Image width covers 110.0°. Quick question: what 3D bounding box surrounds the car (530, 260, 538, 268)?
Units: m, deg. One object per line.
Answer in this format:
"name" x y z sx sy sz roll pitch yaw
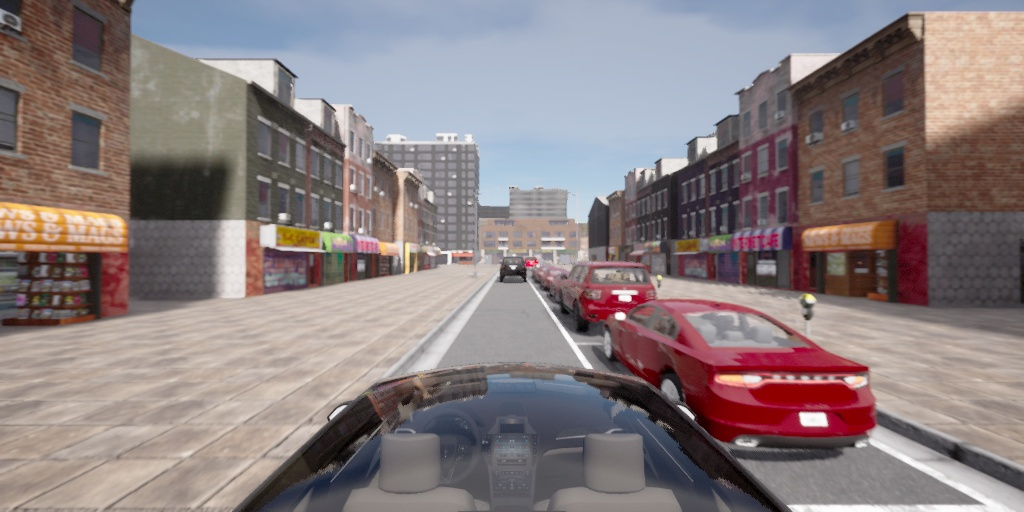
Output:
"car" 2.631 1.340 32.560 2.007 1.370 4.403 0 0 0

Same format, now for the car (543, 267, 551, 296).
"car" 2.635 1.345 16.248 1.802 1.307 4.207 0 0 0

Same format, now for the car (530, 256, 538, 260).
"car" 2.739 1.063 52.905 2.150 2.045 5.566 0 0 0

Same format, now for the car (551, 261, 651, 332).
"car" 2.637 1.071 10.810 2.192 1.841 5.009 0 0 0

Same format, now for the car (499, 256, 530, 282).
"car" 0.094 1.008 29.861 2.150 2.045 5.566 0 0 0

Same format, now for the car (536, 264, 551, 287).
"car" 2.634 1.352 21.685 1.802 1.307 4.207 0 0 0

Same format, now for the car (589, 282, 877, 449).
"car" 2.638 1.297 5.373 1.888 1.381 4.507 0 0 0

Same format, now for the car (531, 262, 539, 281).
"car" 2.633 1.361 27.122 1.802 1.307 4.207 0 0 0
